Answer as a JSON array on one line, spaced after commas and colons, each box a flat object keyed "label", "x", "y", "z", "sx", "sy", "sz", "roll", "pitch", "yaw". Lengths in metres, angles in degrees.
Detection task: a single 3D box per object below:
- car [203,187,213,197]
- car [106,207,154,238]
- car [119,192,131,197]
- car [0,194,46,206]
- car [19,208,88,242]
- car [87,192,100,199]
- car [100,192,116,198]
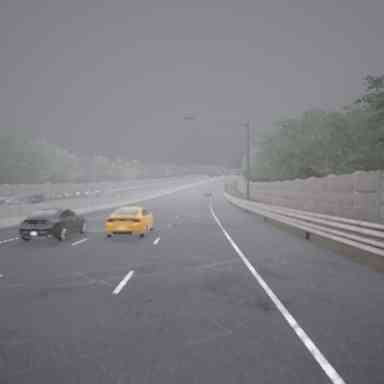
[{"label": "car", "x": 4.167, "y": 0.397, "z": 83.444, "sx": 2.097, "sy": 1.767, "sz": 4.553, "roll": 0, "pitch": 2, "yaw": 4}, {"label": "car", "x": -3.257, "y": 1.533, "z": 18.180, "sx": 1.882, "sy": 1.535, "sz": 5.008, "roll": 0, "pitch": 0, "yaw": 1}, {"label": "car", "x": -15.138, "y": 0.732, "z": 75.408, "sx": 1.837, "sy": 1.490, "sz": 4.892, "roll": 0, "pitch": 2, "yaw": 3}, {"label": "car", "x": -17.096, "y": 1.228, "z": 34.292, "sx": 2.150, "sy": 2.045, "sz": 5.566, "roll": 0, "pitch": 0, "yaw": 2}, {"label": "car", "x": -6.779, "y": 1.552, "z": 16.740, "sx": 1.837, "sy": 1.490, "sz": 4.892, "roll": 0, "pitch": 0, "yaw": 1}, {"label": "car", "x": -22.172, "y": 0.706, "z": 75.081, "sx": 2.128, "sy": 1.511, "sz": 4.902, "roll": 0, "pitch": 2, "yaw": 3}, {"label": "car", "x": -18.631, "y": 0.743, "z": 75.633, "sx": 1.812, "sy": 1.442, "sz": 4.674, "roll": 0, "pitch": 2, "yaw": 3}]
